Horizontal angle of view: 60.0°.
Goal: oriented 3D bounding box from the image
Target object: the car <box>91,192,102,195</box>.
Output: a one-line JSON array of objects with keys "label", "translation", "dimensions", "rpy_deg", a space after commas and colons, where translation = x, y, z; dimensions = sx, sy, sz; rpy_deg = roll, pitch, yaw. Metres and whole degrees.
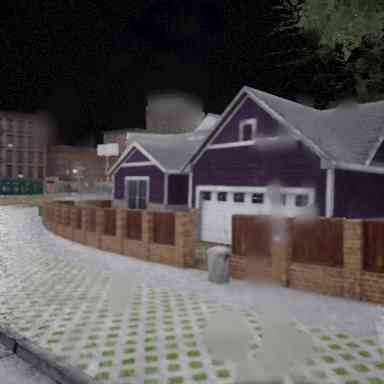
[{"label": "car", "translation": [-18.625, 0.667, 66.517], "dimensions": [1.994, 1.385, 4.181], "rpy_deg": [2, 2, 17]}]

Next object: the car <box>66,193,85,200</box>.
[{"label": "car", "translation": [-20.375, 0.861, 58.341], "dimensions": [1.837, 1.490, 4.892], "rpy_deg": [2, 2, 10]}]
